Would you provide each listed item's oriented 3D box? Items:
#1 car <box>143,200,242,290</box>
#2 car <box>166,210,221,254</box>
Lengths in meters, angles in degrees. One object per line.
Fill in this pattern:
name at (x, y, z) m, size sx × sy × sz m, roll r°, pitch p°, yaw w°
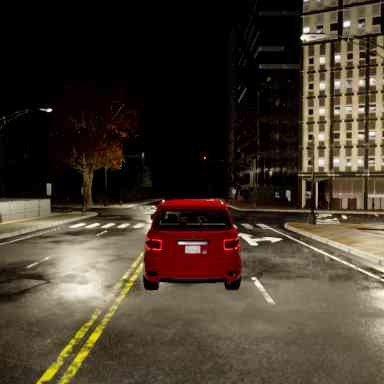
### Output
car at (-0.020, 1.218, 9.188) m, size 2.150 × 2.045 × 5.566 m, roll 0°, pitch 0°, yaw -1°
car at (0.066, 1.560, 14.127) m, size 1.994 × 1.385 × 4.181 m, roll 0°, pitch 0°, yaw 0°
